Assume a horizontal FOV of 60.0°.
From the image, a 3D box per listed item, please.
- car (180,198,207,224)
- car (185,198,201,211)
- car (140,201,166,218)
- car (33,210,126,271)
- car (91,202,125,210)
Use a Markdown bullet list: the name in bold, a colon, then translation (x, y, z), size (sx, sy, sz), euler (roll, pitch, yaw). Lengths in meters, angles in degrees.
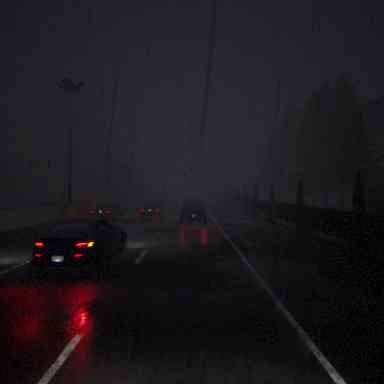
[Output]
- **car**: translation (0.092, 1.463, 25.016), size (1.882, 1.535, 5.008), euler (0, 0, 0)
- **car**: translation (0.085, 1.480, 40.320), size (1.837, 1.490, 4.892), euler (0, 0, 0)
- **car**: translation (-3.416, 1.530, 29.572), size (2.033, 1.411, 5.357), euler (0, 0, 0)
- **car**: translation (-3.404, 1.520, 10.726), size (1.812, 1.442, 4.674), euler (0, 0, 0)
- **car**: translation (-6.905, 1.531, 27.612), size (2.033, 1.411, 5.357), euler (0, 0, 0)
